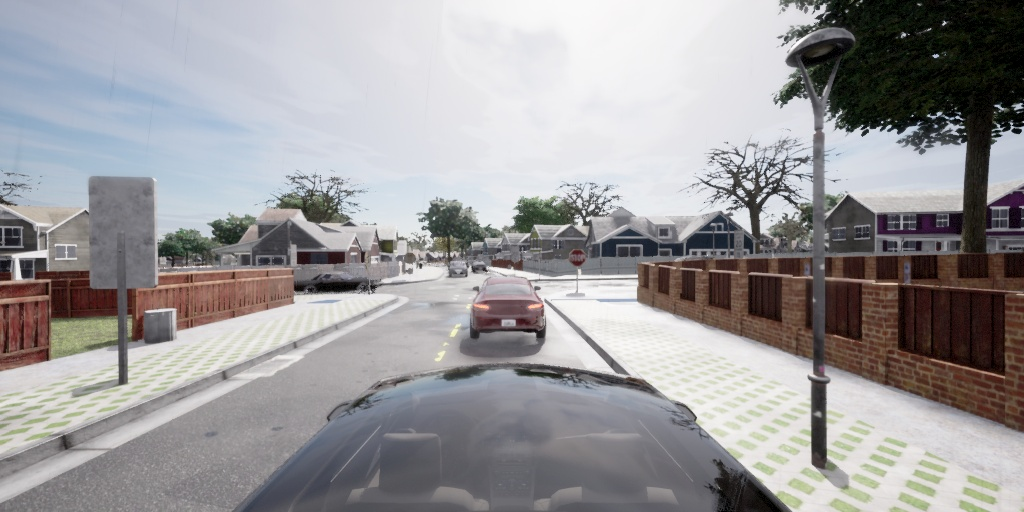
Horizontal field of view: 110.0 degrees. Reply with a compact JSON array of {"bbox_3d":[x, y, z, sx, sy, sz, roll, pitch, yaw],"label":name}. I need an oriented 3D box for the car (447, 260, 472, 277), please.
[{"bbox_3d":[-5.532,1.351,37.066,2.128,1.511,4.902,0,0,-8],"label":"car"}]

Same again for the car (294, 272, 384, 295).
[{"bbox_3d":[-10.198,1.588,21.341,4.718,1.301,1.895,-1,1,-6],"label":"car"}]

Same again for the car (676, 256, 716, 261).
[{"bbox_3d":[11.902,0.814,24.527,4.553,1.767,2.097,-1,1,4],"label":"car"}]

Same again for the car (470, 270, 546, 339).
[{"bbox_3d":[-0.136,1.280,10.022,1.812,1.442,4.674,0,0,-2],"label":"car"}]

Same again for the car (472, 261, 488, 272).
[{"bbox_3d":[-4.532,1.443,48.994,1.812,1.442,4.674,0,0,-11],"label":"car"}]
